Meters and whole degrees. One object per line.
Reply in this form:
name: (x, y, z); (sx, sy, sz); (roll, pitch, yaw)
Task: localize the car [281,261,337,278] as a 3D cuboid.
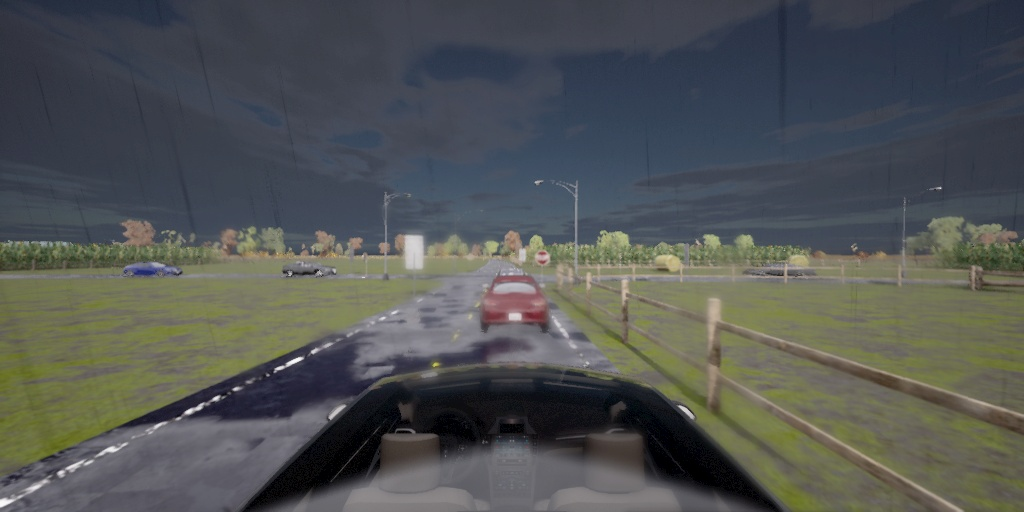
car: (-19.237, 1.268, 34.125); (4.902, 1.511, 2.128); (0, 0, 2)

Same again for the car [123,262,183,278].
car: (-34.400, 1.299, 34.369); (4.674, 1.442, 1.812); (0, 0, -1)

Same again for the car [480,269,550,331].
car: (0.069, 1.285, 10.858); (1.812, 1.442, 4.674); (0, 0, 0)

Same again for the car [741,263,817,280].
car: (23.643, 1.336, 31.844); (5.357, 1.411, 2.033); (0, 0, 12)
